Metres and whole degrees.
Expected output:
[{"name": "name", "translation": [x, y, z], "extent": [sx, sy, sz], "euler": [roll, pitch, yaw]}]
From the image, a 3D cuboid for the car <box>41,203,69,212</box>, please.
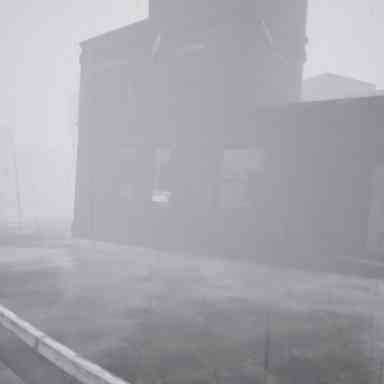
[{"name": "car", "translation": [-21.777, 2.399, 53.164], "extent": [1.895, 1.301, 4.718], "euler": [5, -1, 14]}]
